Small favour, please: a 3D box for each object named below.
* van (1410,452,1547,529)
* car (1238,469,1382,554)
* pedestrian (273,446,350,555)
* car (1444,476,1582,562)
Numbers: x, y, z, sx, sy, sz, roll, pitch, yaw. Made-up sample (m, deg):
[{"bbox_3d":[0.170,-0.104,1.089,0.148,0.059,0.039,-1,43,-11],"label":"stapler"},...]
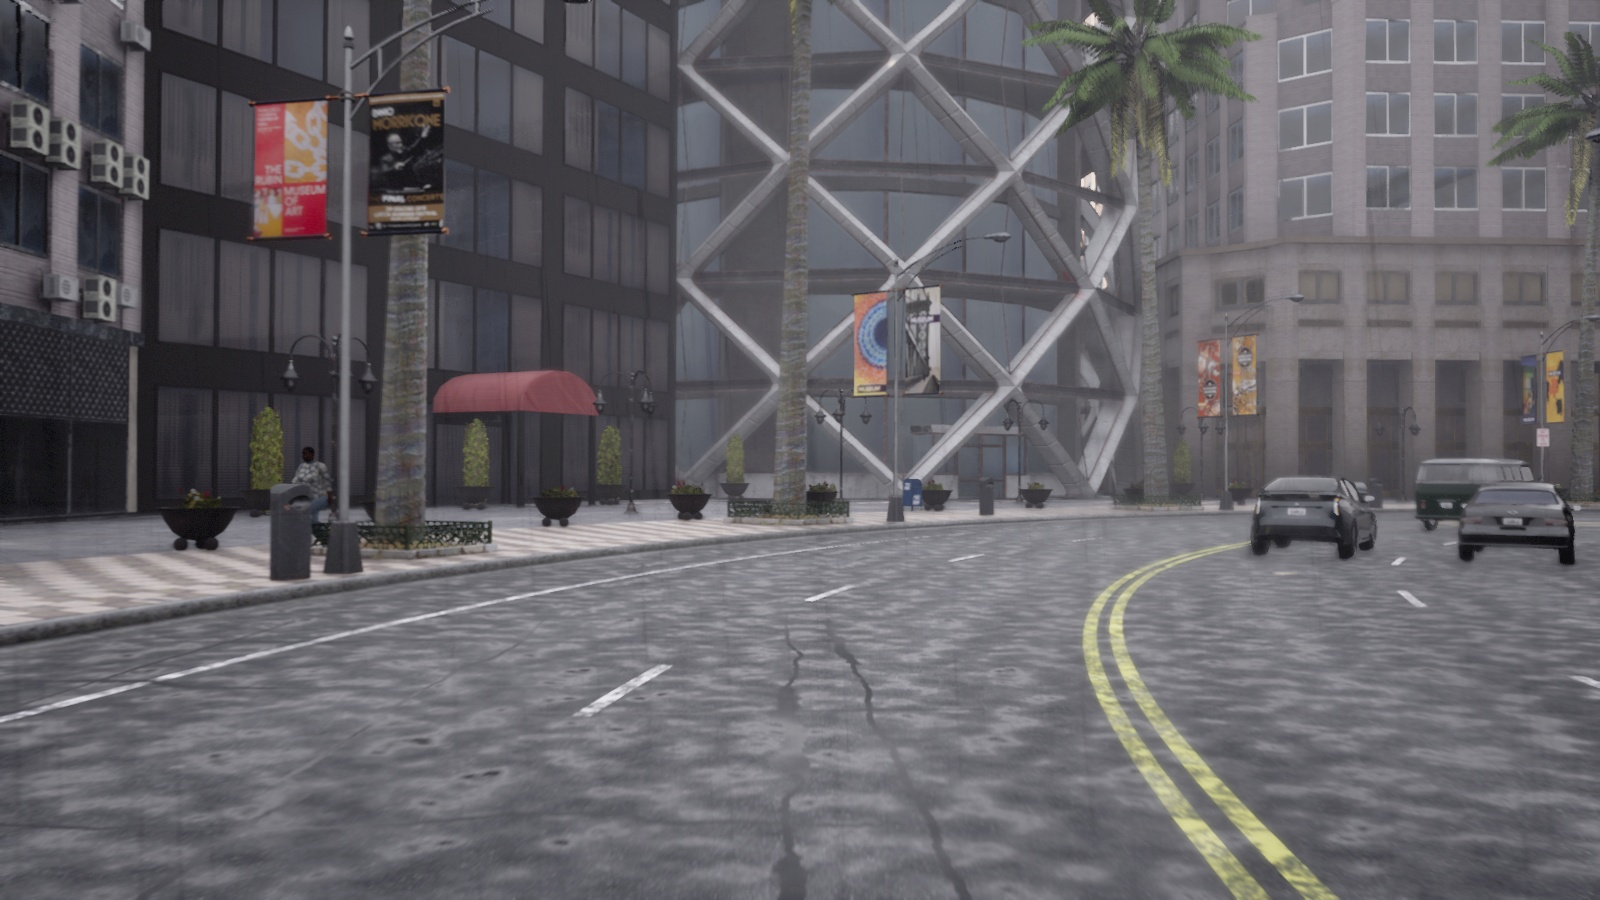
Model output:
[{"bbox_3d":[18.706,1.072,34.537,4.442,1.987,1.775,1,-1,-40],"label":"van"},{"bbox_3d":[10.233,1.140,24.984,2.007,1.525,4.514,-1,-1,30],"label":"car"},{"bbox_3d":[-8.565,0.874,22.022,0.874,1.855,0.900,-1,-1,23],"label":"pedestrian"},{"bbox_3d":[13.622,1.208,23.835,2.033,1.411,5.357,-1,-1,32],"label":"car"}]
